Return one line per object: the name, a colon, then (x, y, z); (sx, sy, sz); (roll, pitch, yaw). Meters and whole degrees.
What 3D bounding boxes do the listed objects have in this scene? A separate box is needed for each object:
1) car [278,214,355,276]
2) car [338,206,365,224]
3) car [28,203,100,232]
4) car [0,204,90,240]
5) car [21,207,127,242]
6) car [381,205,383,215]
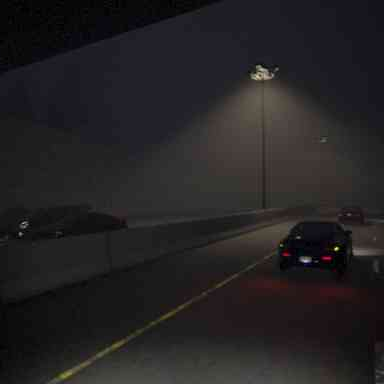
car: (4.120, 1.646, 10.876); (1.812, 1.442, 4.674); (-1, -1, 28)
car: (13.254, 1.836, 27.713); (2.033, 1.411, 5.357); (-1, -1, 28)
car: (-8.985, 1.713, 23.839); (2.097, 1.767, 4.553); (-1, -1, 28)
car: (-8.012, 1.635, 18.292); (2.097, 1.767, 4.553); (-1, -1, 28)
car: (-5.238, 1.717, 16.066); (1.882, 1.535, 5.008); (-1, -1, 28)
car: (22.191, 1.850, 36.842); (2.128, 1.511, 4.902); (-1, -1, 28)
